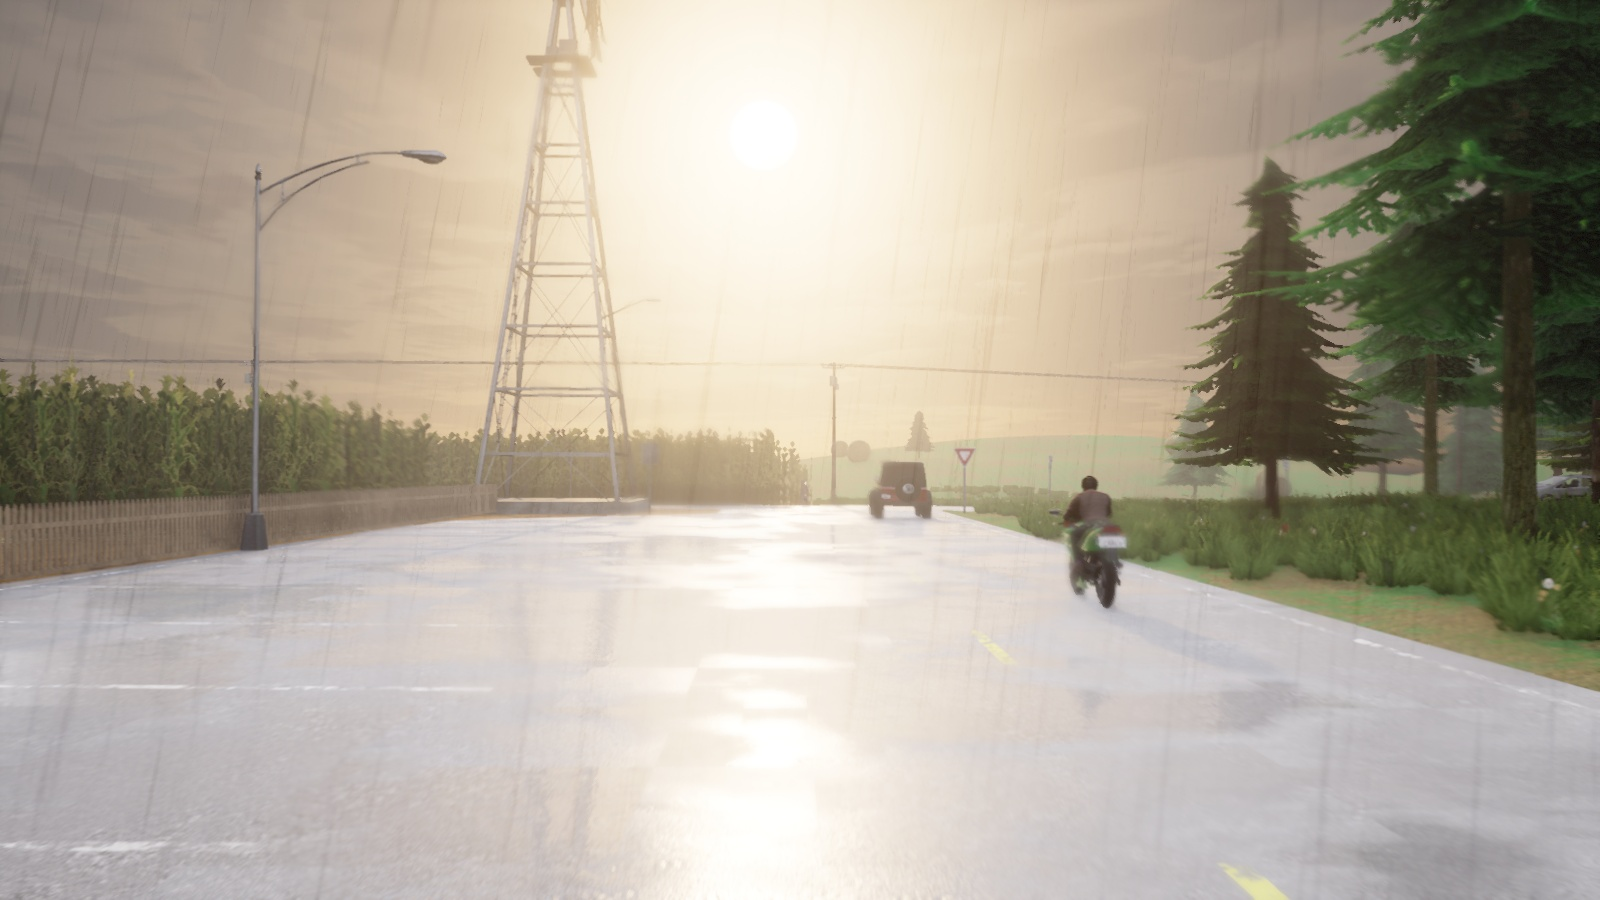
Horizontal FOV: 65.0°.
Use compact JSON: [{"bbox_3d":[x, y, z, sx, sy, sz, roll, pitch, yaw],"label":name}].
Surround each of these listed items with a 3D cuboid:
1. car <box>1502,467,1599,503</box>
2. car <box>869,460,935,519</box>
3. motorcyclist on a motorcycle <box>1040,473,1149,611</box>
[{"bbox_3d":[36.662,1.662,60.298,4.611,1.667,2.242,0,-1,-1],"label":"car"},{"bbox_3d":[3.396,1.308,42.458,1.905,1.878,3.866,0,-1,0],"label":"car"},{"bbox_3d":[3.464,1.033,14.942,0.797,1.523,2.044,0,-1,0],"label":"motorcyclist on a motorcycle"}]
